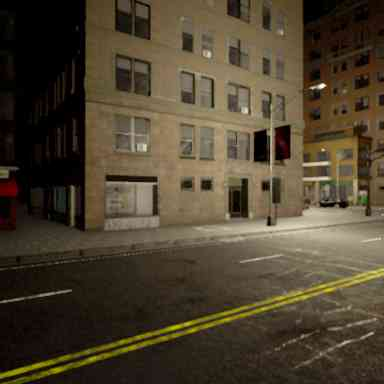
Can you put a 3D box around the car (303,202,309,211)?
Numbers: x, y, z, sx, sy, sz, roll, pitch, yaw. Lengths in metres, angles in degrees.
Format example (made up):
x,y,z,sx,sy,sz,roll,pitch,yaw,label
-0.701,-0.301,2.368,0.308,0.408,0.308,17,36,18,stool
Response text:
x,y,z,sx,sy,sz,roll,pitch,yaw,label
11.637,1.358,38.865,1.967,1.590,4.097,0,0,-35,car

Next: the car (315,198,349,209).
x,y,z,sx,sy,sz,roll,pitch,yaw,label
18.221,1.500,43.453,1.947,1.339,4.313,0,0,-35,car
